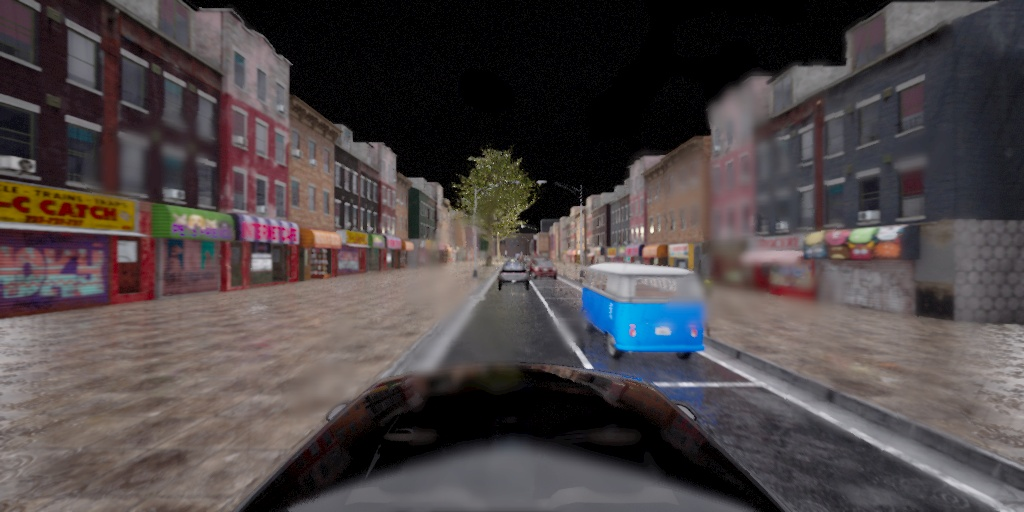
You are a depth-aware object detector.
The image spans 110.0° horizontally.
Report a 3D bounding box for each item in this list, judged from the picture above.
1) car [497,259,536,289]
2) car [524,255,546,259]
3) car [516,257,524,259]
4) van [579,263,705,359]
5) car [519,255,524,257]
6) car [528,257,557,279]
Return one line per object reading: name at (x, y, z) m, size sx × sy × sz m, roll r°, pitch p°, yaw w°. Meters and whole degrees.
car at (0.097, 1.170, 22.029) m, size 2.128 × 1.511 × 4.902 m, roll 0°, pitch 0°, yaw 0°
car at (2.638, 0.918, 35.830) m, size 2.192 × 1.841 × 5.009 m, roll 0°, pitch 0°, yaw 0°
car at (0.097, 1.136, 38.270) m, size 2.033 × 1.411 × 5.357 m, roll 0°, pitch 0°, yaw 0°
van at (2.638, 1.073, 8.120) m, size 1.690 × 1.789 × 3.998 m, roll 0°, pitch 0°, yaw 0°
car at (2.638, 0.971, 63.538) m, size 2.007 × 1.370 × 4.403 m, roll 0°, pitch 0°, yaw 0°
car at (2.638, 1.075, 30.288) m, size 1.967 × 1.591 × 4.097 m, roll 0°, pitch 0°, yaw 0°
